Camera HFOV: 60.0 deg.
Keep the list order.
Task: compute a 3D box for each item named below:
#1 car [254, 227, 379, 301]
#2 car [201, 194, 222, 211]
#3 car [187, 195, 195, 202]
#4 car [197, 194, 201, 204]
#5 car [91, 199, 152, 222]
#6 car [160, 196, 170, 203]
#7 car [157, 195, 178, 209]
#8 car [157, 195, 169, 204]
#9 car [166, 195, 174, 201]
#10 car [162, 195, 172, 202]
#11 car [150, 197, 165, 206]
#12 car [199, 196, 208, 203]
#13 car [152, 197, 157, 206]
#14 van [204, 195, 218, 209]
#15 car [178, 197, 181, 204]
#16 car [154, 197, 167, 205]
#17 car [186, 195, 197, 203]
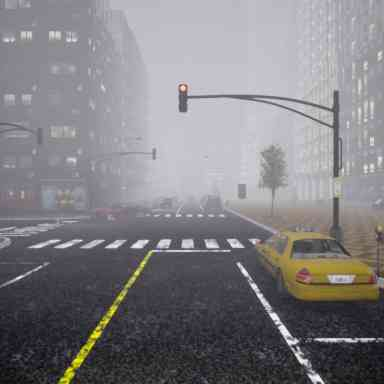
[{"bbox_3d":[2.663,1.526,8.264,1.752,1.417,4.829,0,0,0],"label":"car"},{"bbox_3d":[2.568,1.332,40.507,2.192,1.841,5.009,0,0,0],"label":"car"},{"bbox_3d":[-0.230,1.469,79.693,1.882,1.535,5.008,0,0,0],"label":"car"},{"bbox_3d":[2.504,1.362,62.613,2.192,1.841,5.009,0,0,0],"label":"car"},{"bbox_3d":[-5.972,1.534,27.448,1.882,1.535,5.008,1,1,36],"label":"car"},{"bbox_3d":[-5.907,1.648,73.643,1.802,1.307,4.206,0,0,0],"label":"car"},{"bbox_3d":[-3.228,1.526,44.643,1.837,1.490,4.892,0,0,0],"label":"car"},{"bbox_3d":[-5.892,1.497,68.116,1.967,1.590,4.097,0,0,0],"label":"car"},{"bbox_3d":[-5.954,1.624,90.052,1.752,1.417,4.829,0,0,0],"label":"car"},{"bbox_3d":[-5.924,1.517,79.169,1.967,1.590,4.097,0,0,0],"label":"car"},{"bbox_3d":[-5.859,1.588,57.062,2.008,1.369,4.403,0,0,0],"label":"car"},{"bbox_3d":[2.473,1.611,73.667,1.887,1.381,4.507,0,0,0],"label":"car"},{"bbox_3d":[-5.810,1.568,40.483,2.008,1.369,4.403,0,0,0],"label":"car"},{"bbox_3d":[2.552,1.364,46.033,1.690,1.788,3.998,0,0,0],"label":"van"},{"bbox_3d":[-3.236,1.555,63.081,1.837,1.490,4.892,0,-1,0],"label":"car"},{"bbox_3d":[-5.875,1.592,62.588,1.887,1.381,4.507,0,0,0],"label":"car"},{"bbox_3d":[-0.202,1.612,69.692,1.994,1.385,4.181,0,0,0],"label":"car"}]
